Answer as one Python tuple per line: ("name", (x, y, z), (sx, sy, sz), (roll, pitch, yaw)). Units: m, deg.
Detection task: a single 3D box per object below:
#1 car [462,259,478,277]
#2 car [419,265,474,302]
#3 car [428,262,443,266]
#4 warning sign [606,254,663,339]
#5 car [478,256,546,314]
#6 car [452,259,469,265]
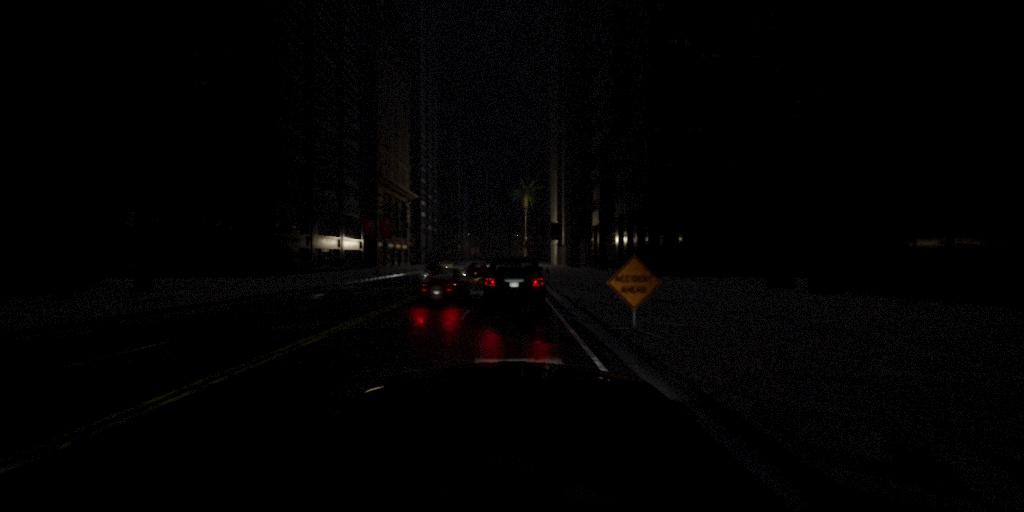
("car", (-3.159, 1.365, 33.769), (1.882, 1.535, 5.008), (0, 0, 0))
("car", (-3.159, 1.342, 17.338), (1.812, 1.442, 4.674), (0, 0, 0))
("car", (-9.840, 1.487, 45.751), (2.033, 1.411, 5.357), (0, 0, 0))
("warning sign", (2.850, 0.894, 8.388), (1.300, 1.860, 1.060), (0, 0, 0))
("car", (0.085, 1.026, 14.247), (2.150, 2.045, 5.566), (0, 0, 0))
("car", (-6.587, 1.465, 45.732), (1.812, 1.442, 4.674), (0, 0, 0))
